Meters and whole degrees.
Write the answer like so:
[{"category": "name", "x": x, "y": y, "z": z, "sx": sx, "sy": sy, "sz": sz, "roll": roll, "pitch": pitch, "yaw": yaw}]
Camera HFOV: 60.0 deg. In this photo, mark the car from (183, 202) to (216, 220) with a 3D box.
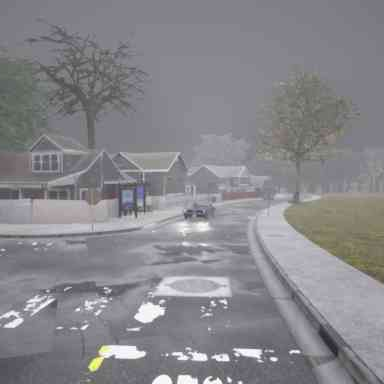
[{"category": "car", "x": 0.682, "y": 1.490, "z": 27.140, "sx": 1.895, "sy": 1.301, "sz": 4.718, "roll": 0, "pitch": 1, "yaw": 13}]
